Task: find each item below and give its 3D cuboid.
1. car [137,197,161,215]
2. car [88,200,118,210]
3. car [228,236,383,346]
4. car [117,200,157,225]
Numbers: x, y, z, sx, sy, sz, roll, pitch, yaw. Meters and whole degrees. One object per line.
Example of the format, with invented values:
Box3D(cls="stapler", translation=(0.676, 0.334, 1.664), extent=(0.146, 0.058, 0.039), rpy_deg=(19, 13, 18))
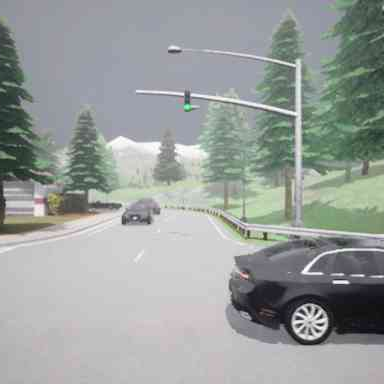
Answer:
Box3D(cls="car", translation=(-4.656, 1.350, 34.002), extent=(2.097, 1.767, 4.553), rpy_deg=(0, 0, -19))
Box3D(cls="car", translation=(-11.194, 1.606, 41.771), extent=(4.718, 1.301, 1.895), rpy_deg=(0, 0, 14))
Box3D(cls="car", translation=(3.090, 1.577, 5.754), extent=(4.892, 1.490, 1.837), rpy_deg=(1, 0, -1))
Box3D(cls="car", translation=(-3.868, 1.563, 24.208), extent=(1.994, 1.385, 4.181), rpy_deg=(0, 0, -2))
